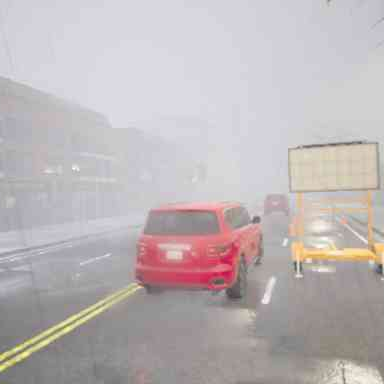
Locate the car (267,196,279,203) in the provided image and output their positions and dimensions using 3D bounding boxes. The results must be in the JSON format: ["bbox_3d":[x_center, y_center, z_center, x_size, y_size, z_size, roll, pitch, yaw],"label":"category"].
[{"bbox_3d":[16.548,1.434,67.747,1.895,1.301,4.718,-2,0,18],"label":"car"}]

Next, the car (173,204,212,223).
[{"bbox_3d":[0.159,1.796,28.947,1.895,1.301,4.718,-2,0,18],"label":"car"}]

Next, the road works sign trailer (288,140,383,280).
[{"bbox_3d":[4.098,0.380,9.685,2.380,3.560,2.880,-2,0,18],"label":"road works sign trailer"}]

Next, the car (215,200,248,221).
[{"bbox_3d":[3.532,1.548,28.810,1.882,1.535,5.008,-2,0,18],"label":"car"}]

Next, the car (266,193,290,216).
[{"bbox_3d":[8.129,1.144,31.793,2.150,2.045,5.566,-2,0,18],"label":"car"}]

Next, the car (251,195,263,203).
[{"bbox_3d":[13.471,1.437,68.799,1.882,1.535,5.008,-2,0,18],"label":"car"}]

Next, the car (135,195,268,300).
[{"bbox_3d":[0.517,1.263,8.801,2.150,2.045,5.566,-2,0,18],"label":"car"}]
